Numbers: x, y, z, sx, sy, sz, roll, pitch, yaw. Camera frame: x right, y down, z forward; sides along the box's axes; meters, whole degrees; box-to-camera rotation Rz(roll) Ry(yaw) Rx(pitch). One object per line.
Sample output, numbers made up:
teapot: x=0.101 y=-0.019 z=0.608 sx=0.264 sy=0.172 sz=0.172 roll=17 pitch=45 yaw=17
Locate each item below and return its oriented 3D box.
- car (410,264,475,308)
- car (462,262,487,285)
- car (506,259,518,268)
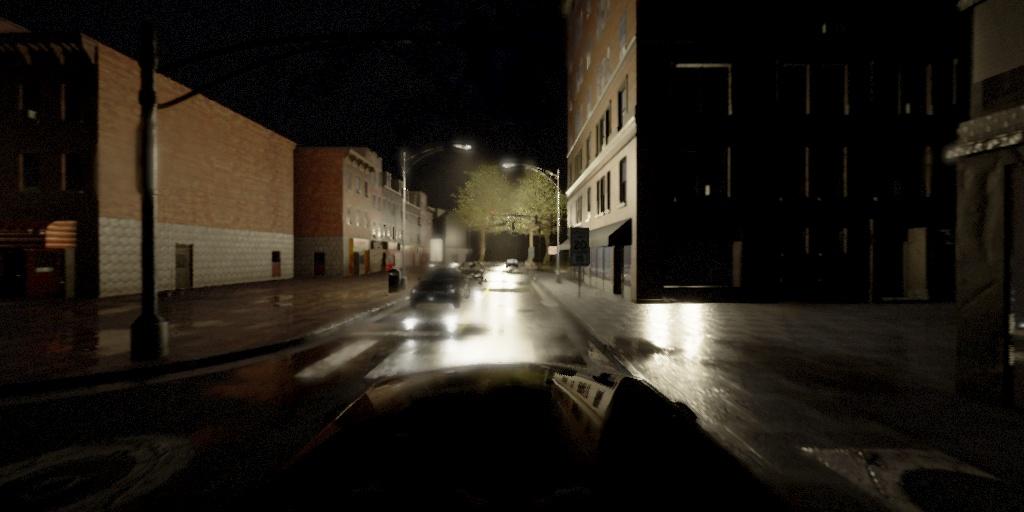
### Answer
car: x=-2.829 y=1.229 z=14.993 sx=1.812 sy=1.442 sz=4.674 roll=0 pitch=0 yaw=1
car: x=-2.809 y=1.168 z=25.057 sx=1.837 sy=1.490 sz=4.892 roll=0 pitch=0 yaw=0
car: x=0.023 y=1.178 z=54.394 sx=1.895 sy=1.301 sz=4.718 roll=0 pitch=0 yaw=0
